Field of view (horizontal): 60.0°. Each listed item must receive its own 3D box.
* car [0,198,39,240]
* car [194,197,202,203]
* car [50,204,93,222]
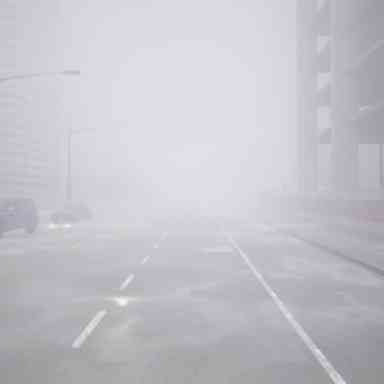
[{"bbox_3d":[-10.330,1.351,17.855,2.150,2.045,5.566,0,-1,1],"label":"car"},{"bbox_3d":[1.550,2.192,87.739,2.033,1.411,5.357,0,0,1],"label":"car"},{"bbox_3d":[-10.095,1.757,28.430,2.033,1.411,5.357,0,0,2],"label":"car"}]
